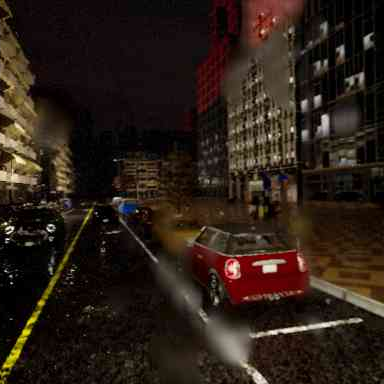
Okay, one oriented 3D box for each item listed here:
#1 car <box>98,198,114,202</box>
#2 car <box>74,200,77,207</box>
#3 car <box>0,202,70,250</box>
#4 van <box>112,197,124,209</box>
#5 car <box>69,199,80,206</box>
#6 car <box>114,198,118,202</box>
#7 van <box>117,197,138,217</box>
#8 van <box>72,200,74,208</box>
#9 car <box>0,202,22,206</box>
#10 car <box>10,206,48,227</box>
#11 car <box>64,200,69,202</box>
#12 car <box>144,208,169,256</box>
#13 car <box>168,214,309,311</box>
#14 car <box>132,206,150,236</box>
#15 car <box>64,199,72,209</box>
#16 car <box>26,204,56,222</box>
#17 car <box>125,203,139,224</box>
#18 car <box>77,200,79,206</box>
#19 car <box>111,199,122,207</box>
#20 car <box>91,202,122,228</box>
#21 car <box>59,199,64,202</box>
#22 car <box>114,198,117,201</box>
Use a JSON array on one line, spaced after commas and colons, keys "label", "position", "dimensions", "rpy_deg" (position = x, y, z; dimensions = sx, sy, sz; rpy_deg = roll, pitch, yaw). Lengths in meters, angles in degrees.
[{"label": "car", "position": [-10.962, 1.868, 40.960], "dimensions": [1.837, 1.490, 4.892], "rpy_deg": [-1, 0, -15]}, {"label": "car", "position": [-21.969, 2.256, 58.957], "dimensions": [1.802, 1.307, 4.206], "rpy_deg": [-2, 0, -16]}, {"label": "car", "position": [-7.252, 1.555, 15.738], "dimensions": [2.097, 1.767, 4.553], "rpy_deg": [-1, 0, -15]}, {"label": "van", "position": [-12.424, 1.787, 55.880], "dimensions": [1.690, 1.788, 3.998], "rpy_deg": [-2, 0, -16]}, {"label": "car", "position": [-26.410, 2.402, 74.930], "dimensions": [1.947, 1.339, 4.313], "rpy_deg": [-2, 0, -16]}, {"label": "car", "position": [-8.021, 1.817, 40.069], "dimensions": [1.752, 1.417, 4.829], "rpy_deg": [-2, 0, -16]}, {"label": "van", "position": [-6.500, 1.581, 34.582], "dimensions": [1.690, 1.788, 3.998], "rpy_deg": [-2, 0, -16]}, {"label": "van", "position": [-20.495, 1.962, 53.634], "dimensions": [1.690, 1.788, 3.998], "rpy_deg": [-2, 0, -16]}, {"label": "car", "position": [-11.612, 1.633, 21.687], "dimensions": [2.192, 1.841, 5.009], "rpy_deg": [-2, 0, -16]}, {"label": "car", "position": [-13.085, 1.917, 27.012], "dimensions": [2.008, 1.369, 4.403], "rpy_deg": [-2, 0, -16]}, {"label": "car", "position": [-17.527, 2.082, 42.984], "dimensions": [1.947, 1.339, 4.313], "rpy_deg": [-2, 0, -16]}, {"label": "car", "position": [-0.618, 1.574, 13.448], "dimensions": [1.752, 1.417, 4.829], "rpy_deg": [-2, 0, -16]}, {"label": "car", "position": [0.906, 1.440, 7.959], "dimensions": [1.967, 1.590, 4.097], "rpy_deg": [-2, 0, -16]}, {"label": "car", "position": [-2.052, 1.676, 18.609], "dimensions": [1.802, 1.307, 4.206], "rpy_deg": [-2, 0, -16]}, {"label": "car", "position": [-19.008, 2.113, 48.308], "dimensions": [1.887, 1.381, 4.507], "rpy_deg": [-2, 0, -16]}, {"label": "car", "position": [-14.566, 1.966, 32.336], "dimensions": [2.008, 1.369, 4.403], "rpy_deg": [-2, 0, -16]}, {"label": "car", "position": [-3.533, 1.724, 23.932], "dimensions": [1.802, 1.307, 4.206], "rpy_deg": [-2, 0, -16]}, {"label": "car", "position": [-23.449, 2.309, 64.281], "dimensions": [1.802, 1.307, 4.206], "rpy_deg": [-2, 0, -16]}, {"label": "car", "position": [-13.944, 2.026, 61.367], "dimensions": [1.752, 1.417, 4.829], "rpy_deg": [-2, 0, -16]}, {"label": "car", "position": [-6.344, 1.732, 24.342], "dimensions": [1.812, 1.442, 4.674], "rpy_deg": [-1, 0, -15]}, {"label": "car", "position": [-16.049, 1.906, 37.659], "dimensions": [1.967, 1.590, 4.097], "rpy_deg": [-2, 0, -16]}, {"label": "car", "position": [-9.455, 1.907, 45.230], "dimensions": [1.947, 1.339, 4.313], "rpy_deg": [-2, 0, -16]}]
